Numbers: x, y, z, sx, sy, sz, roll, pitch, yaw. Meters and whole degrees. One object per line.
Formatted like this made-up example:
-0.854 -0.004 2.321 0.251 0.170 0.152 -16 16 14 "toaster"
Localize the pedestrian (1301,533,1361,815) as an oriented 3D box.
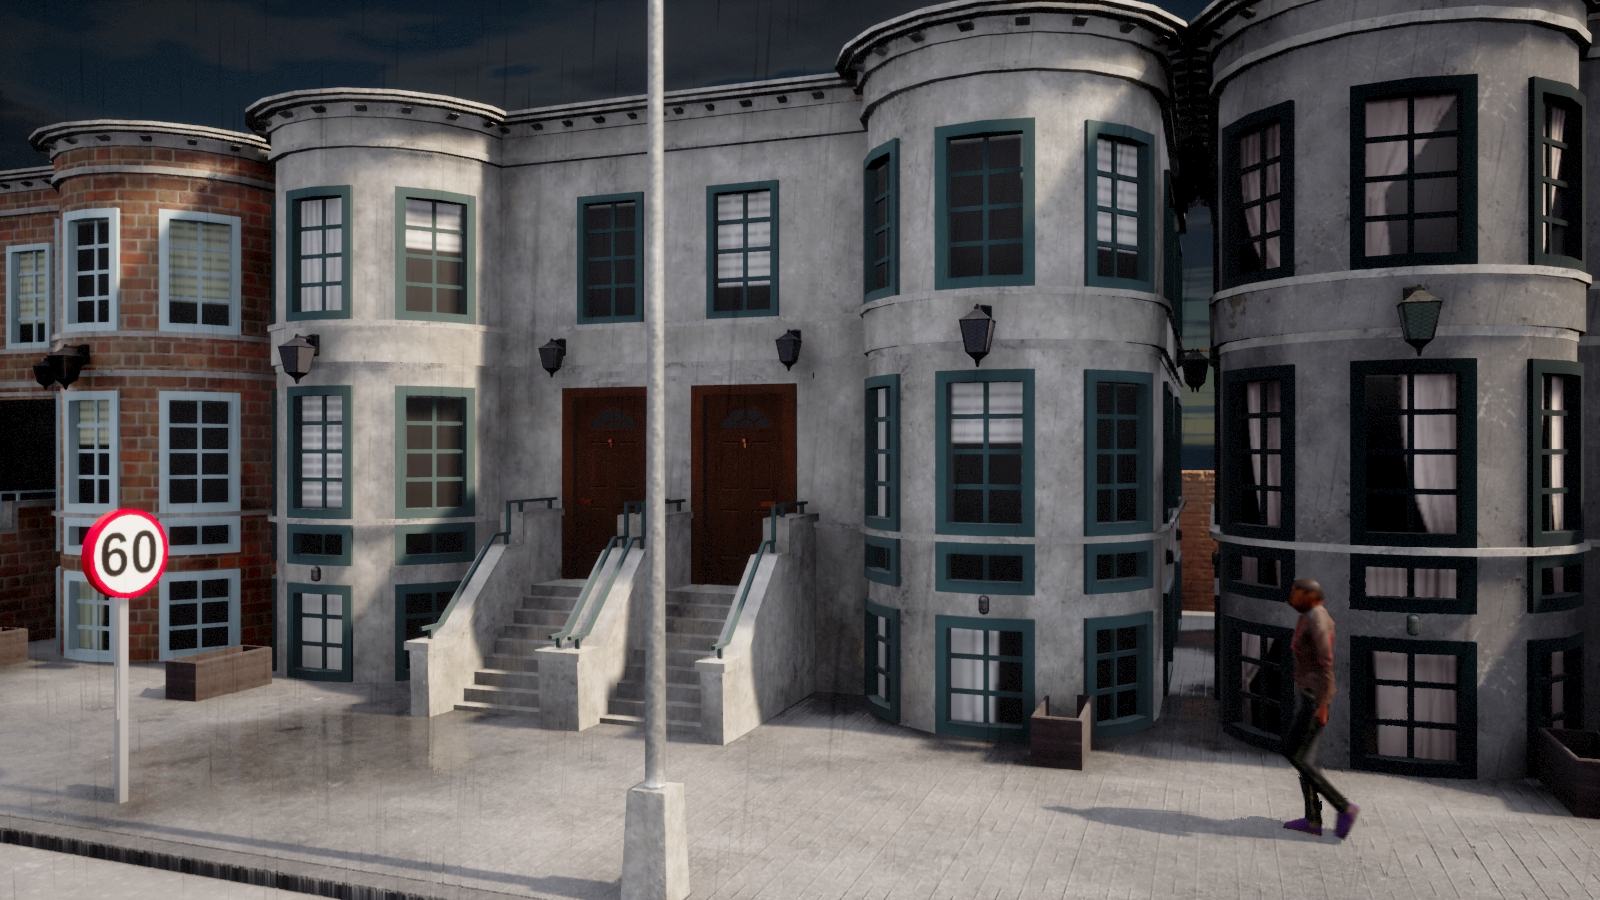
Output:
3.685 1.524 7.937 0.375 1.860 0.375 0 0 24 "pedestrian"
